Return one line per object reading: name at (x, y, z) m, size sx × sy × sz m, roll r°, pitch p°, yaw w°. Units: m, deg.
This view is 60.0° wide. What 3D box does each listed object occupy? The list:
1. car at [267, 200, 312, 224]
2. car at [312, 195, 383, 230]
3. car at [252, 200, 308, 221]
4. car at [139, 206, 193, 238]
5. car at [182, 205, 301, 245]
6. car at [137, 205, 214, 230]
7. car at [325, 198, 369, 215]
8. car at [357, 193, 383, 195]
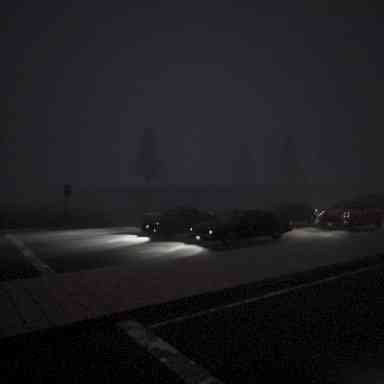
car at (6.538, 1.458, 22.632) m, size 4.892 × 1.490 × 1.837 m, roll 0°, pitch 0°, yaw -35°
car at (9.901, 1.300, 20.715) m, size 4.553 × 1.767 × 2.097 m, roll 0°, pitch 0°, yaw -35°
car at (7.323, 1.449, 27.464) m, size 4.892 × 1.490 × 1.837 m, roll 0°, pitch 0°, yaw -35°
car at (-0.583, 1.539, 17.650) m, size 4.181 × 1.385 × 1.994 m, roll 0°, pitch 0°, yaw -35°
car at (2.427, 1.519, 15.492) m, size 5.357 × 1.411 × 2.033 m, roll 0°, pitch 0°, yaw -35°
car at (-0.987, 1.571, 21.636) m, size 4.718 × 1.301 × 1.895 m, roll 0°, pitch 0°, yaw -35°
car at (15.622, 1.422, 33.358) m, size 4.892 × 1.490 × 1.837 m, roll 0°, pitch 0°, yaw -35°
car at (15.155, 1.147, 28.734) m, size 5.566 × 2.045 × 2.150 m, roll 0°, pitch 0°, yaw -35°
